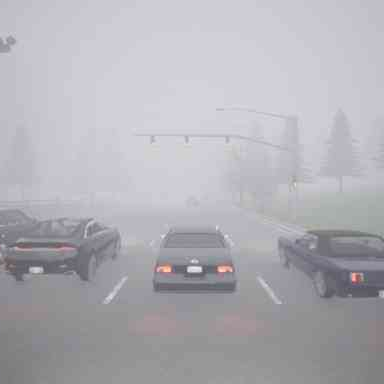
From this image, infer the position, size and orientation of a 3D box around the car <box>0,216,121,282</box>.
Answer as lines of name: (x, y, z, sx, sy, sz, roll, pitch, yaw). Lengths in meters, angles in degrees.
car: (-3.398, 1.492, 9.701, 2.128, 1.511, 4.902, 0, 0, 0)

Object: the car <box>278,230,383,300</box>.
car: (3.601, 1.601, 8.359, 1.895, 1.301, 4.718, 0, 0, 0)

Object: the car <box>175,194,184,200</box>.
car: (-3.485, 1.357, 94.060, 2.128, 1.511, 4.902, 0, 0, 0)

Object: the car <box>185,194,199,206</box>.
car: (0.006, 1.352, 52.996, 2.097, 1.767, 4.553, 0, 0, 0)

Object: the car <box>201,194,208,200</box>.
car: (3.515, 1.310, 94.059, 1.882, 1.535, 5.008, 0, 0, 0)

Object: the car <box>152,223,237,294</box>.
car: (0.068, 1.547, 8.957, 2.033, 1.411, 5.357, 0, 0, 0)

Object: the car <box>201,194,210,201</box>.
car: (3.513, 1.492, 83.639, 1.837, 1.490, 4.892, 0, 0, 0)

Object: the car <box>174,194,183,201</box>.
car: (-3.487, 1.517, 84.056, 1.812, 1.442, 4.674, 0, 0, 0)

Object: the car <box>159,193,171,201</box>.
car: (-6.987, 1.217, 83.670, 2.150, 2.045, 5.566, 0, 0, 0)

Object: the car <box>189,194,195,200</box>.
car: (0.015, 1.310, 94.059, 1.882, 1.535, 5.008, 0, 0, 0)

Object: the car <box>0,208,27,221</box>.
car: (-6.898, 1.352, 11.963, 2.097, 1.767, 4.553, 0, 0, 0)

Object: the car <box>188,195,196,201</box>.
car: (0.013, 1.531, 83.639, 2.033, 1.411, 5.357, 0, 0, 0)

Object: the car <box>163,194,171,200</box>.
car: (-6.985, 1.385, 94.060, 1.994, 1.385, 4.181, 0, 0, 0)
